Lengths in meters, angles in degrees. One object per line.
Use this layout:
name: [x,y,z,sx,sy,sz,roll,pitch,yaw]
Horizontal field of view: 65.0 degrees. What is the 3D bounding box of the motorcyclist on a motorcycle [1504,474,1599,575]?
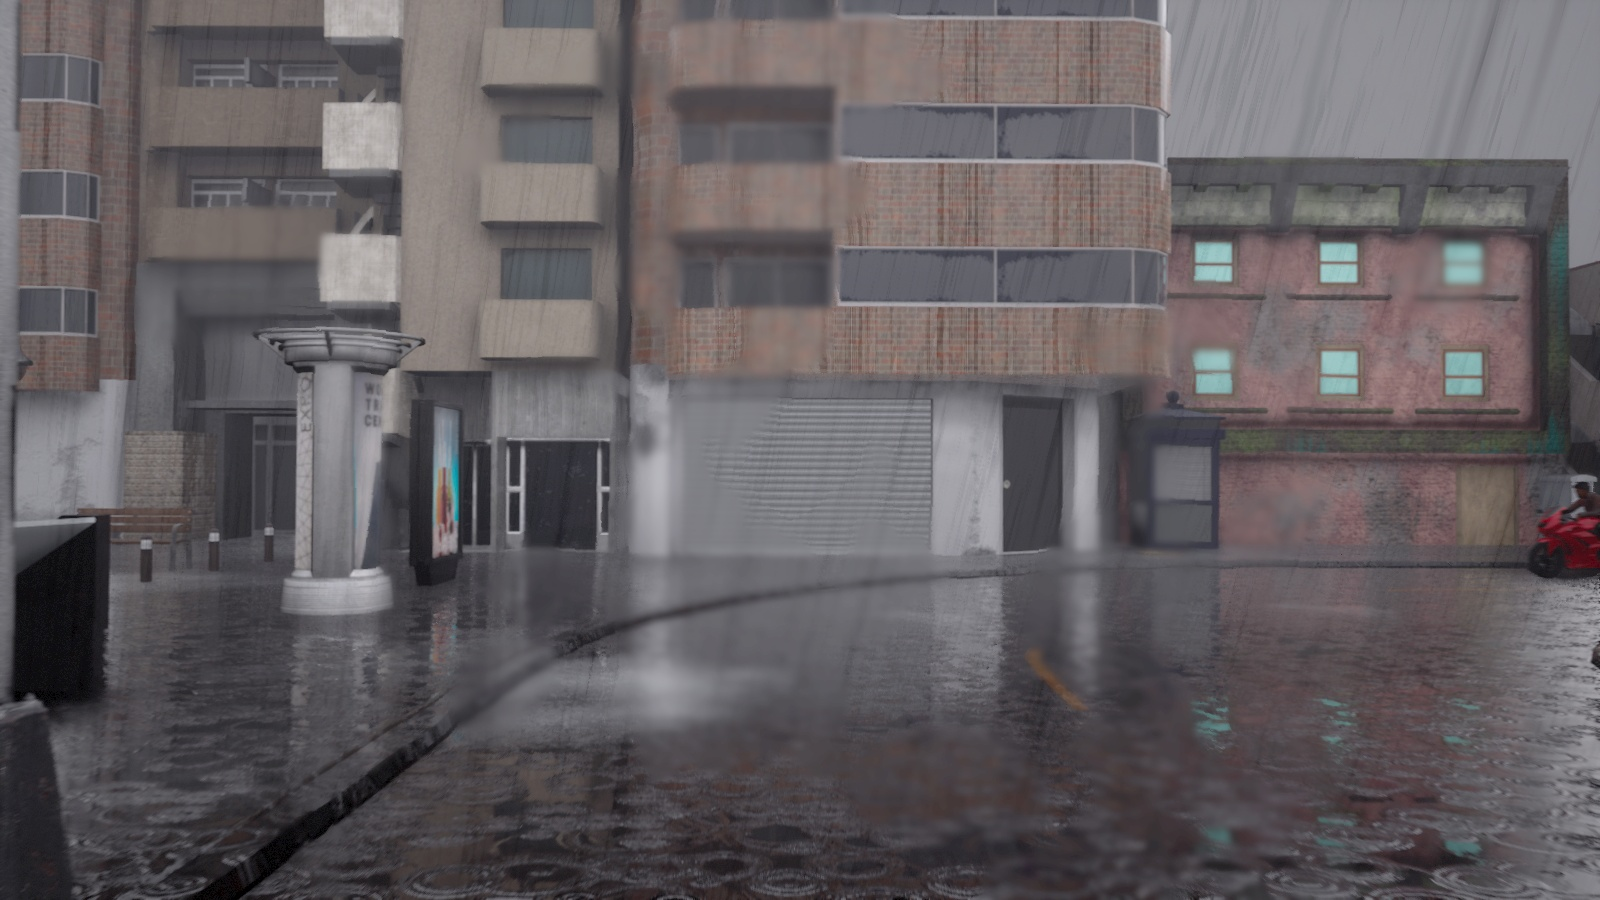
motorcyclist on a motorcycle: [12.263,1.149,19.665,2.044,1.523,0.797,0,0,-3]
